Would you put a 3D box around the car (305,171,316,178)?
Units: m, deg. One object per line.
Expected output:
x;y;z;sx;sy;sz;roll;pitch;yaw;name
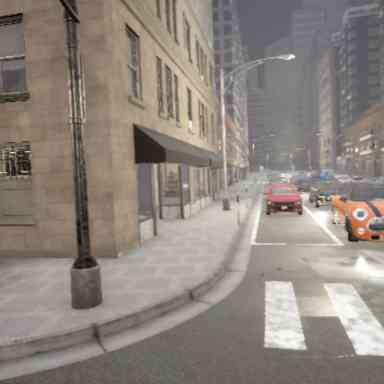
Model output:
26.212;-3.965;73.719;1.752;1.417;4.829;-1;4;13;car

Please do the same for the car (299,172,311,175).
12.435;-1.282;39.013;1.812;1.442;4.674;-2;3;13;car

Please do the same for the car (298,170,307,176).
29.758;-5.180;89.379;1.967;1.590;4.097;-1;4;13;car

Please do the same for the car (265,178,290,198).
7.107;-0.386;27.962;1.887;1.381;4.507;-1;4;13;car

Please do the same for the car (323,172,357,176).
13.799;-0.867;31.011;1.812;1.442;4.674;-2;4;13;car

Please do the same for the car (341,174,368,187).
17.807;-1.310;36.615;1.802;1.307;4.206;-1;4;13;car

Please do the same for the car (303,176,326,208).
7.960;0.026;19.566;1.837;1.490;4.892;-2;3;13;car

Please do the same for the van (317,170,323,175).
21.386;-2.646;52.431;1.690;1.788;3.998;-1;4;13;van

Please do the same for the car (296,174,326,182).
10.172;-0.558;29.022;1.994;1.385;4.181;-2;3;13;car

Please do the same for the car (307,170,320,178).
24.977;-3.662;68.270;1.967;1.590;4.097;-1;4;13;car

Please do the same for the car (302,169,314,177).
27.364;-4.541;78.816;2.192;1.841;5.009;-1;4;13;car

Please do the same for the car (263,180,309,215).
4.714;0.327;17.405;1.887;1.381;4.507;-1;3;13;car

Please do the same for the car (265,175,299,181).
5.908;-0.132;22.678;1.967;1.590;4.097;-1;4;13;car

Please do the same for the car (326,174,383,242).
5.888;0.463;10.812;2.097;1.767;4.553;-2;3;15;car

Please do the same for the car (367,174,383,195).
15.450;-0.655;26.219;1.752;1.417;4.829;-1;4;13;car

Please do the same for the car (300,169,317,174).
18.926;-2.465;53.653;2.128;1.511;4.902;-2;3;13;car

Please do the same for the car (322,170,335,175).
20.194;-2.180;47.160;1.967;1.590;4.097;-1;4;13;car

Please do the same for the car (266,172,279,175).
9.496;-1.214;38.511;1.967;1.590;4.097;-1;4;13;car

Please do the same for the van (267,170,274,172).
10.688;-1.676;43.781;1.690;1.788;3.998;-1;4;13;van

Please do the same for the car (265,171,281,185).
11.883;-2.067;49.057;2.192;1.841;5.009;-1;4;13;car

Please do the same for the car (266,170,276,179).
17.861;-3.925;75.442;2.192;1.841;5.009;-1;4;13;car

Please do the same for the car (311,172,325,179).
23.785;-3.162;63.001;1.947;1.339;4.313;-1;4;13;car
